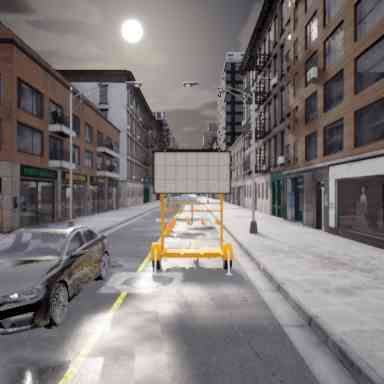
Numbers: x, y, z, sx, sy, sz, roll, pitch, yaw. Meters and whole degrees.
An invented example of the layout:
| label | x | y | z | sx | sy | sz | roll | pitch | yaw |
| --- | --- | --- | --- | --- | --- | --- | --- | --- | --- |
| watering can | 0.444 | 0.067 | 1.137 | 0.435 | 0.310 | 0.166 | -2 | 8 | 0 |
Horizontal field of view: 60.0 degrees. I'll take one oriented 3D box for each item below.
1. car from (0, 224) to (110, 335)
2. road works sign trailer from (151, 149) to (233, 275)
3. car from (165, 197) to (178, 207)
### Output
| label | x | y | z | sx | sy | sz | roll | pitch | yaw |
| --- | --- | --- | --- | --- | --- | --- | --- | --- | --- |
| car | -3.098 | 1.491 | 7.037 | 2.128 | 1.511 | 4.902 | 0 | 0 | 0 |
| road works sign trailer | 0.004 | 0.465 | 10.393 | 2.380 | 3.560 | 2.880 | 0 | 0 | 0 |
| car | -3.069 | 1.536 | 50.768 | 2.128 | 1.511 | 4.902 | 0 | 0 | 0 |
